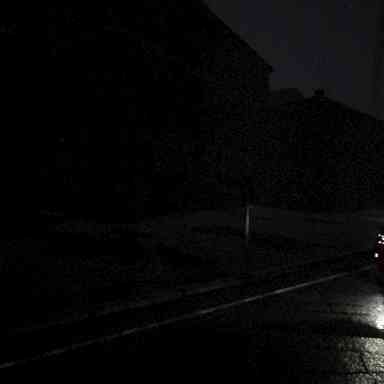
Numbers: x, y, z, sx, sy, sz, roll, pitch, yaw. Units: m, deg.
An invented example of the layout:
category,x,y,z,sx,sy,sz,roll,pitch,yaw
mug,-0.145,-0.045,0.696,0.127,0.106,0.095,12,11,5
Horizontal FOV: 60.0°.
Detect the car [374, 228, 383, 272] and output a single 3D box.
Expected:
category,x,y,z,sx,sy,sz,roll,pitch,yaw
car,7.298,1.157,9.206,5.566,2.045,2.150,0,0,-36
